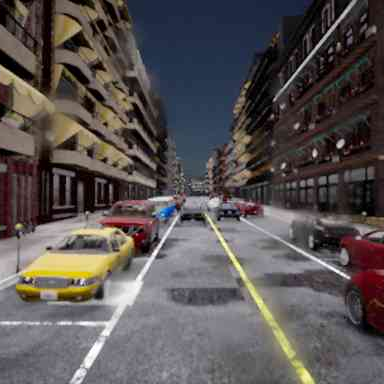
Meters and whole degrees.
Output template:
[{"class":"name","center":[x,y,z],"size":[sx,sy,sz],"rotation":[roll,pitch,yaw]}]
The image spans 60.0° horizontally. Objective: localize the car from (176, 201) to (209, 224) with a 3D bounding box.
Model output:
[{"class":"car","center":[0.051,1.613,25.023],"size":[1.895,1.301,4.718],"rotation":[0,0,0]}]

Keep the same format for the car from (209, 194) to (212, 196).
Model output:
[{"class":"car","center":[5.491,1.511,85.857],"size":[2.192,1.841,5.009],"rotation":[1,0,0]}]

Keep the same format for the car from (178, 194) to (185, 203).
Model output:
[{"class":"car","center":[-2.452,1.349,41.684],"size":[2.192,1.841,5.009],"rotation":[2,0,0]}]

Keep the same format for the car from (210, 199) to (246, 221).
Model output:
[{"class":"car","center":[2.845,1.569,27.408],"size":[2.033,1.411,5.357],"rotation":[0,0,1]}]

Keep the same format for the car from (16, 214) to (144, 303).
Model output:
[{"class":"car","center":[-2.532,1.522,8.332],"size":[1.752,1.417,4.829],"rotation":[2,0,0]}]

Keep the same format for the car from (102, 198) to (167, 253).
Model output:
[{"class":"car","center":[-2.513,1.313,14.033],"size":[2.192,1.841,5.009],"rotation":[2,0,0]}]

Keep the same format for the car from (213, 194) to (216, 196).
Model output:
[{"class":"car","center":[5.439,1.549,63.731],"size":[1.967,1.590,4.097],"rotation":[1,0,0]}]

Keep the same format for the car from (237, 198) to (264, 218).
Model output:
[{"class":"car","center":[5.397,1.578,30.544],"size":[1.887,1.381,4.507],"rotation":[1,0,0]}]

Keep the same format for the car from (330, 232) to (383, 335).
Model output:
[{"class":"car","center":[3.579,1.535,3.975],"size":[1.812,1.442,4.674],"rotation":[0,0,0]}]

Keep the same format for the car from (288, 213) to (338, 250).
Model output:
[{"class":"car","center":[5.360,1.567,13.952],"size":[2.008,1.369,4.403],"rotation":[2,0,0]}]

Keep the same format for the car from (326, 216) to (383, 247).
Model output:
[{"class":"car","center":[5.348,1.560,8.421],"size":[1.887,1.381,4.507],"rotation":[2,0,0]}]

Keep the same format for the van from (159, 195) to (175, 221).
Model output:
[{"class":"van","center":[-2.489,1.347,25.092],"size":[1.690,1.788,3.998],"rotation":[2,0,0]}]

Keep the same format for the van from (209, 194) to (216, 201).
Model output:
[{"class":"van","center":[5.502,1.564,91.389],"size":[1.690,1.788,3.998],"rotation":[1,0,0]}]

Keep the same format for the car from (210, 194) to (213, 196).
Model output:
[{"class":"car","center":[5.460,1.730,74.793],"size":[1.802,1.307,4.206],"rotation":[1,0,0]}]

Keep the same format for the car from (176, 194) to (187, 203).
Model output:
[{"class":"car","center":[-2.379,1.445,74.867],"size":[2.192,1.841,5.009],"rotation":[1,0,0]}]

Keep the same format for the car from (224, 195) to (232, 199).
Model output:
[{"class":"car","center":[5.432,1.493,41.606],"size":[1.967,1.590,4.097],"rotation":[1,0,0]}]

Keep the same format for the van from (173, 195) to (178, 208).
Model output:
[{"class":"van","center":[-2.478,1.355,30.624],"size":[1.690,1.788,3.998],"rotation":[2,0,0]}]

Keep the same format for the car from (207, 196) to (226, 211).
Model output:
[{"class":"car","center":[2.868,1.572,41.510],"size":[1.812,1.442,4.674],"rotation":[0,0,1]}]

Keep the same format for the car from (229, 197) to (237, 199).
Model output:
[{"class":"car","center":[5.410,1.587,36.074],"size":[1.887,1.381,4.507],"rotation":[1,0,0]}]
